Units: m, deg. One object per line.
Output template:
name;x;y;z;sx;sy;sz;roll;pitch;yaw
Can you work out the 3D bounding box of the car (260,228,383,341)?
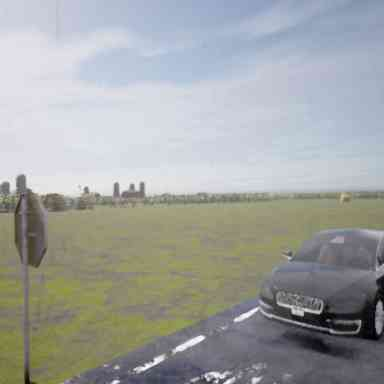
car;3.214;1.569;6.845;1.837;1.490;4.892;-2;-1;42
